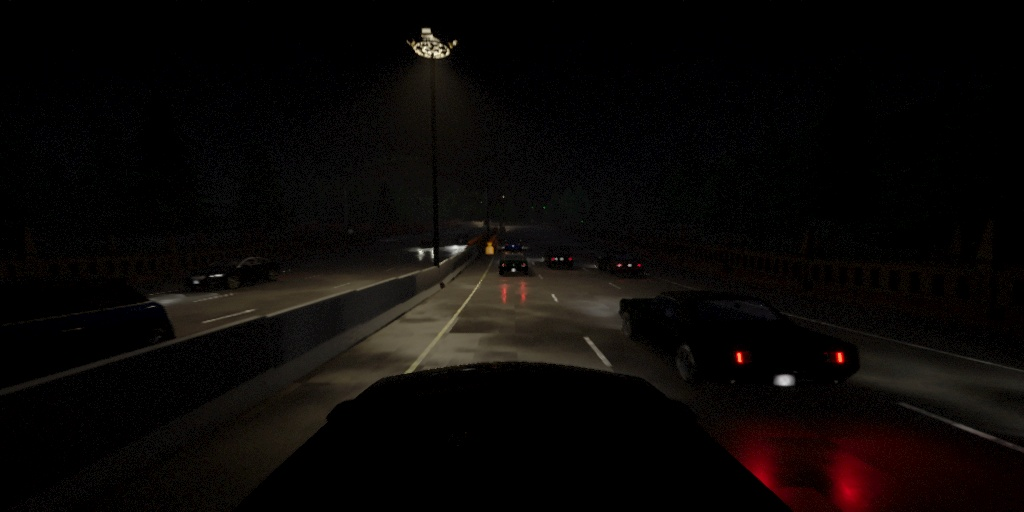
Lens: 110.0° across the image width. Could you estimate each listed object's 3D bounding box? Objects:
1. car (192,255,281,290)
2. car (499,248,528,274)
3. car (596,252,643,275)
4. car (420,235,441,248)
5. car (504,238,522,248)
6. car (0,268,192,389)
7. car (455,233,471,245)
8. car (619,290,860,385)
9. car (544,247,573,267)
[{"bbox_3d":[-14.097,0.762,18.436,2.128,1.511,4.902,0,3,0],"label":"car"},{"bbox_3d":[0.101,0.414,24.669,1.895,1.301,4.718,0,5,0],"label":"car"},{"bbox_3d":[7.101,0.403,24.155,2.033,1.411,5.357,0,5,0],"label":"car"},{"bbox_3d":[-10.476,-1.992,46.250,1.882,1.535,5.008,0,6,1],"label":"car"},{"bbox_3d":[0.143,-1.354,41.202,1.994,1.385,4.181,0,6,0],"label":"car"},{"bbox_3d":[-7.100,1.097,4.453,2.097,1.767,4.553,0,0,0],"label":"car"},{"bbox_3d":[-6.908,-2.469,50.785,2.128,1.511,4.902,0,6,0],"label":"car"},{"bbox_3d":[3.600,1.316,6.949,1.895,1.301,4.718,0,1,0],"label":"car"},{"bbox_3d":[3.602,0.016,28.384,2.033,1.411,5.357,0,6,0],"label":"car"}]
